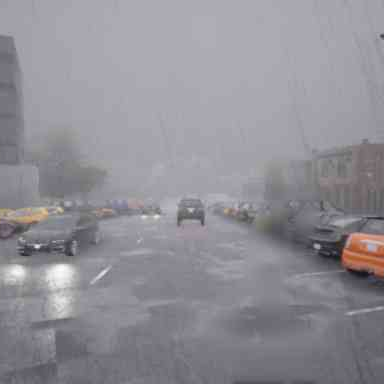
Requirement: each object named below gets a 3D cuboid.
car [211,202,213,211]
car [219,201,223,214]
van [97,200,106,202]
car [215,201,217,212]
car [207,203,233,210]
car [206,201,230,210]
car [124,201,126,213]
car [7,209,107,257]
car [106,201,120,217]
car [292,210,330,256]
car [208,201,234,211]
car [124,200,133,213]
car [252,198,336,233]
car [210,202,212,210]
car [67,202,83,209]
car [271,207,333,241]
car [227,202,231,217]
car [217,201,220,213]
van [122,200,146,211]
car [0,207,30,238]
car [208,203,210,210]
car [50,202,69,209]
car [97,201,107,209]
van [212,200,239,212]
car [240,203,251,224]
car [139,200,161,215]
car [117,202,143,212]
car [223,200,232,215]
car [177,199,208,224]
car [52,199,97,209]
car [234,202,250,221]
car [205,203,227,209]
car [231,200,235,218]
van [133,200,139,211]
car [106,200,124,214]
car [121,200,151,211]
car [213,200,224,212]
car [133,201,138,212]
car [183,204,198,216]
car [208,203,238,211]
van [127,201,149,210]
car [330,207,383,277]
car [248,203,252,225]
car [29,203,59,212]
[{"bbox_3d":[5.939,2.457,49.884,4.792,1.488,2.163,1,-1,-21],"label":"car"},{"bbox_3d":[6.129,2.094,38.159,5.008,1.535,2.097,1,-2,-21],"label":"car"},{"bbox_3d":[-11.756,1.836,35.385,4.442,1.987,1.878,0,-1,-21],"label":"van"},{"bbox_3d":[6.051,2.262,44.026,4.892,1.521,2.231,1,-2,-21],"label":"car"},{"bbox_3d":[5.670,2.961,67.549,4.792,1.488,2.163,1,-2,-21],"label":"car"},{"bbox_3d":[5.554,2.889,70.482,4.553,1.767,2.185,1,-2,-21],"label":"car"},{"bbox_3d":[-11.737,2.321,44.414,4.892,1.521,2.231,0,-1,-20],"label":"car"},{"bbox_3d":[-5.129,1.615,13.458,1.837,1.490,4.892,0,-1,0],"label":"car"},{"bbox_3d":[-11.508,2.143,38.485,5.366,1.575,1.946,0,-2,-21],"label":"car"},{"bbox_3d":[6.367,1.560,11.758,4.892,1.521,2.231,1,-1,-20],"label":"car"},{"bbox_3d":[5.674,2.721,64.585,4.553,1.767,2.185,1,-2,-21],"label":"car"},{"bbox_3d":[-11.778,2.156,47.423,5.566,2.045,2.435,0,-1,-20],"label":"car"},{"bbox_3d":[6.366,1.387,17.646,5.566,2.045,2.435,1,-1,-20],"label":"car"},{"bbox_3d":[5.927,2.512,52.829,5.008,1.535,2.097,1,-1,-21],"label":"car"},{"bbox_3d":[-11.725,1.834,26.381,5.366,1.575,1.946,0,-1,-20],"label":"car"},{"bbox_3d":[6.350,1.594,14.696,4.892,1.521,2.231,1,-1,-20],"label":"car"},{"bbox_3d":[6.208,1.975,32.286,4.674,1.452,2.002,1,-1,-21],"label":"car"},{"bbox_3d":[6.088,2.179,41.095,4.892,1.521,2.231,1,-2,-21],"label":"car"},{"bbox_3d":[-11.498,2.700,65.509,4.442,1.987,1.878,0,-2,-19],"label":"van"},{"bbox_3d":[-11.449,1.696,17.485,4.792,1.488,2.163,0,-1,-20],"label":"car"},{"bbox_3d":[5.695,2.588,55.697,5.366,1.575,1.946,1,-1,-21],"label":"car"},{"bbox_3d":[-11.696,1.772,23.390,5.366,1.575,1.946,0,-1,-20],"label":"car"},{"bbox_3d":[-11.436,1.977,32.495,5.366,1.575,1.946,0,-2,-20],"label":"car"},{"bbox_3d":[5.929,2.456,58.748,4.442,1.987,1.878,1,-2,-21],"label":"van"},{"bbox_3d":[6.297,1.739,23.495,5.008,1.535,2.097,1,-1,-20],"label":"car"},{"bbox_3d":[-5.443,2.068,45.478,2.150,2.045,5.566,0,-2,0],"label":"car"},{"bbox_3d":[-11.614,2.714,62.470,4.553,1.767,2.185,0,-1,-19],"label":"car"},{"bbox_3d":[6.142,1.887,35.222,4.553,1.767,2.185,1,-2,-21],"label":"car"},{"bbox_3d":[-0.094,1.586,27.949,2.150,2.045,5.566,0,-1,0],"label":"car"},{"bbox_3d":[-11.607,1.654,29.431,5.566,2.045,2.435,0,-1,-20],"label":"car"},{"bbox_3d":[6.257,1.797,26.425,5.008,1.535,2.097,1,-2,-20],"label":"car"},{"bbox_3d":[5.456,3.223,76.381,4.674,1.452,2.002,1,-1,-21],"label":"car"},{"bbox_3d":[6.207,1.738,29.358,4.553,1.767,2.185,1,-2,-20],"label":"car"},{"bbox_3d":[-11.790,2.528,59.420,4.442,1.987,1.878,0,-1,-19],"label":"van"},{"bbox_3d":[-11.745,1.982,41.407,5.566,2.045,2.435,0,-1,-21],"label":"car"},{"bbox_3d":[-11.542,2.762,68.479,5.566,2.045,2.435,0,-2,-19],"label":"car"},{"bbox_3d":[6.020,2.345,46.960,5.008,1.535,2.097,1,-1,-21],"label":"car"},{"bbox_3d":[-11.739,2.581,53.449,4.892,1.521,2.231,0,-2,-20],"label":"car"},{"bbox_3d":[-0.260,2.266,42.806,1.837,1.490,4.892,0,-2,-1],"label":"car"},{"bbox_3d":[5.768,2.763,61.640,5.008,1.535,2.097,1,-1,-21],"label":"car"},{"bbox_3d":[-11.637,2.874,71.420,4.442,1.987,1.878,0,-1,-19],"label":"van"},{"bbox_3d":[6.358,1.402,8.821,4.553,1.767,2.185,1,-1,-20],"label":"car"},{"bbox_3d":[6.488,1.684,20.623,5.366,1.575,1.946,1,-1,-20],"label":"car"},{"bbox_3d":[-11.326,1.711,20.529,5.366,1.575,1.946,0,-1,-20],"label":"car"}]
